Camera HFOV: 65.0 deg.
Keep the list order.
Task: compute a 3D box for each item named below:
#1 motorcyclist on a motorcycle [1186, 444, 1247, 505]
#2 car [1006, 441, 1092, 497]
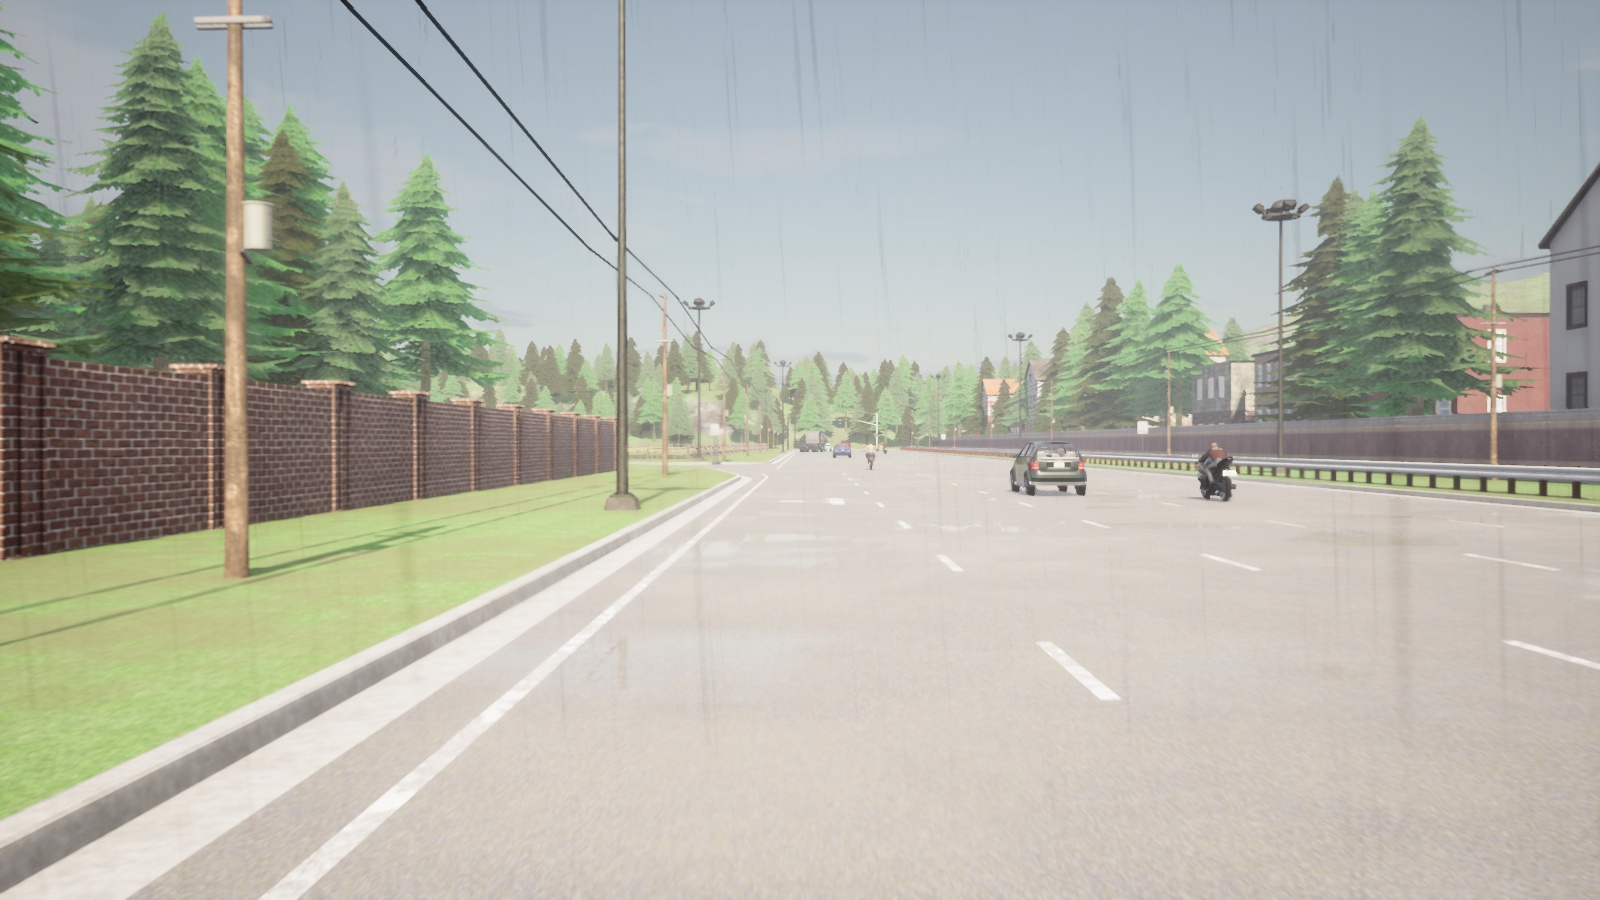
[{"bbox_3d":[10.700,0.608,32.351,0.866,1.530,2.191,0,0,0],"label":"motorcyclist on a motorcycle"},{"bbox_3d":[7.226,0.524,36.794,1.789,1.549,3.705,0,0,0],"label":"car"}]
